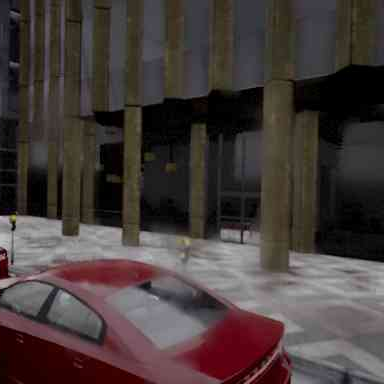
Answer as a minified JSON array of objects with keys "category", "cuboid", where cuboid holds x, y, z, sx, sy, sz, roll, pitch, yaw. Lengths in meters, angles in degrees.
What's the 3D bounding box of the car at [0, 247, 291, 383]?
[{"category":"car","cuboid":[-1.190,1.464,3.826,4.507,1.381,1.887,2,1,36]}]
